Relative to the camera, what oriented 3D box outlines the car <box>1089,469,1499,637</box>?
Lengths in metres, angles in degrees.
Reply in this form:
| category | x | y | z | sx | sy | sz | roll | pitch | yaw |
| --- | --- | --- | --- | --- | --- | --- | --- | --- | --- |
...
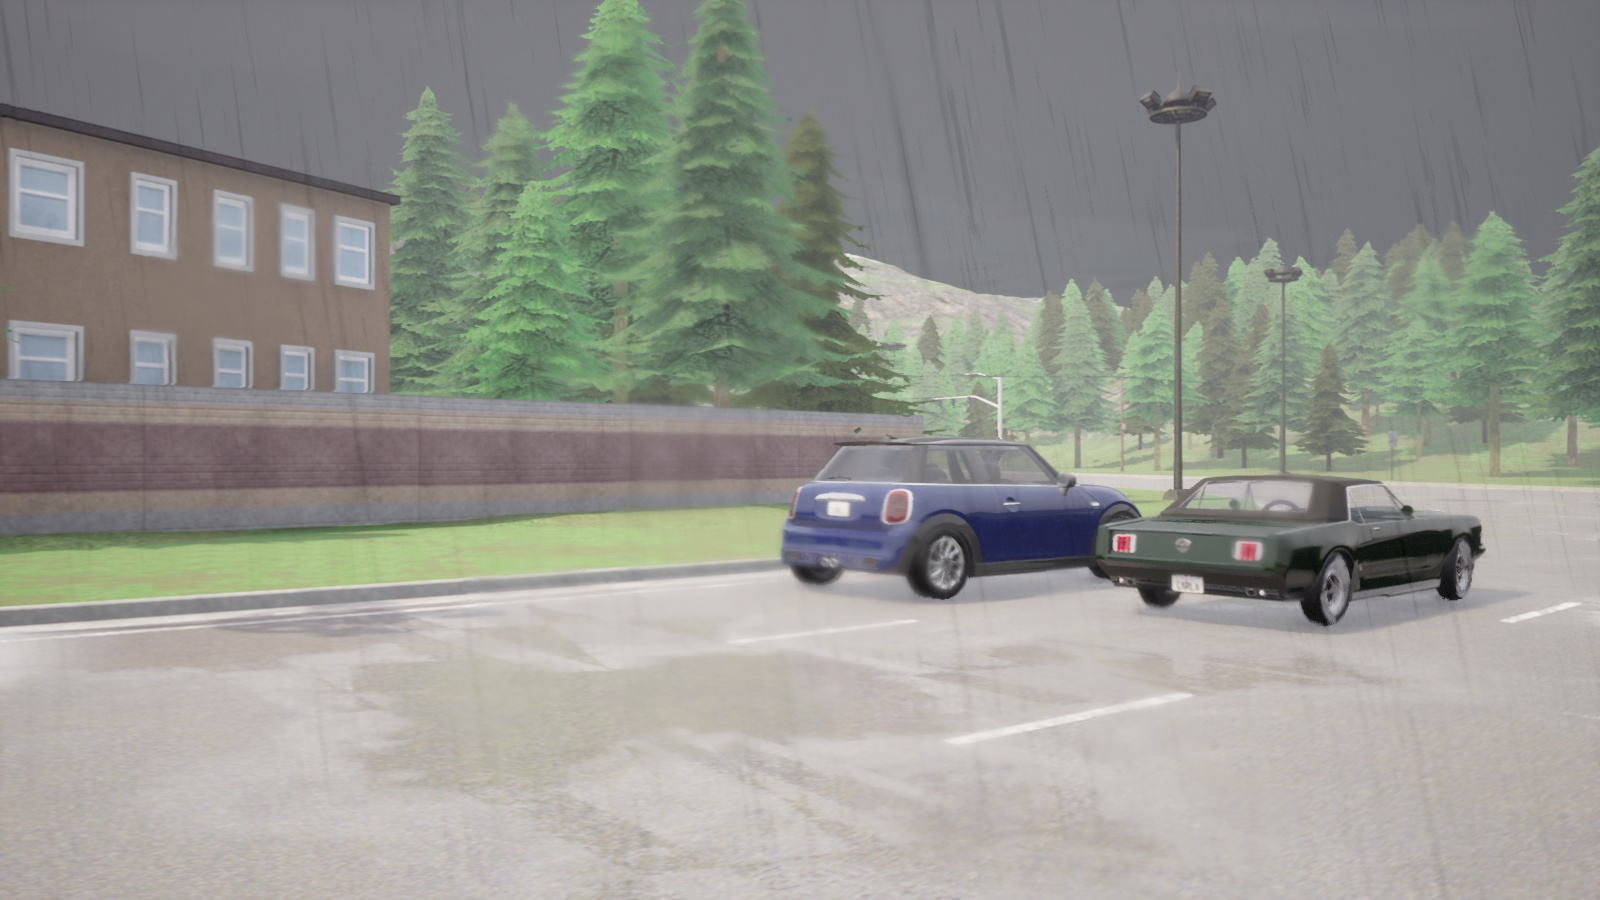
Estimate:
| category | x | y | z | sx | sy | sz | roll | pitch | yaw |
| --- | --- | --- | --- | --- | --- | --- | --- | --- | --- |
| car | 5.051 | 0.870 | 12.474 | 4.718 | 1.301 | 1.895 | 0 | 0 | -42 |

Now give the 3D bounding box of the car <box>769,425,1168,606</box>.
| category | x | y | z | sx | sy | sz | roll | pitch | yaw |
| --- | --- | --- | --- | --- | --- | --- | --- | --- | --- |
| car | 2.062 | 0.642 | 14.509 | 4.553 | 1.767 | 2.097 | 0 | 0 | -41 |
